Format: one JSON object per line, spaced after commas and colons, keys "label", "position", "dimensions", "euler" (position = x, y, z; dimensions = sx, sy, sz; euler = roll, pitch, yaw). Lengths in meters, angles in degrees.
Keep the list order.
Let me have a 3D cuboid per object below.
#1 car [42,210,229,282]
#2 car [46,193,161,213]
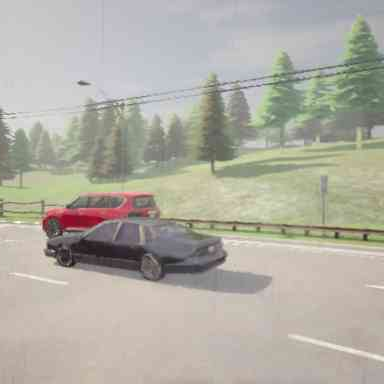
{"label": "car", "position": [-1.711, 1.431, 9.328], "dimensions": [5.357, 1.411, 2.033], "euler": [0, 1, 29]}
{"label": "car", "position": [-3.940, 1.049, 14.447], "dimensions": [5.566, 2.045, 2.150], "euler": [0, 0, 27]}
